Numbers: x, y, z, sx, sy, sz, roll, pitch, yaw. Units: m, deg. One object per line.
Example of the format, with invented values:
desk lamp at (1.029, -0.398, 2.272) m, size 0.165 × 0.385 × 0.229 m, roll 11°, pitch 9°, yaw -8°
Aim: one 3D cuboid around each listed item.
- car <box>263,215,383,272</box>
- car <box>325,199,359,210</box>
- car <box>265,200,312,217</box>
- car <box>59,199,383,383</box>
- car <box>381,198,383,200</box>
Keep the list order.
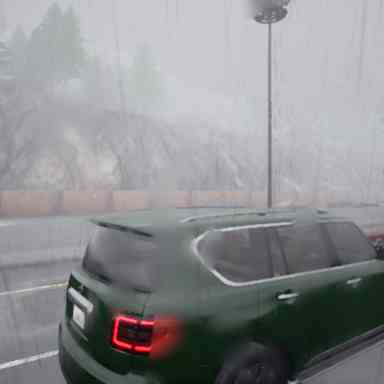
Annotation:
car at (4.780, 1.595, 11.449) m, size 4.718 × 1.301 × 1.895 m, roll 0°, pitch 0°, yaw -35°
car at (19.879, 1.578, 43.952) m, size 4.718 × 1.301 × 1.895 m, roll 0°, pitch 0°, yaw -35°
car at (9.399, 1.511, 32.189) m, size 4.674 × 1.442 × 1.812 m, roll 0°, pitch 0°, yaw -35°
car at (1.159, 1.220, 4.575) m, size 5.566 × 2.045 × 2.150 m, roll 0°, pitch 0°, yaw -36°
car at (17.381, 1.583, 33.585) m, size 4.718 × 1.301 × 1.895 m, roll 0°, pitch 0°, yaw -35°
